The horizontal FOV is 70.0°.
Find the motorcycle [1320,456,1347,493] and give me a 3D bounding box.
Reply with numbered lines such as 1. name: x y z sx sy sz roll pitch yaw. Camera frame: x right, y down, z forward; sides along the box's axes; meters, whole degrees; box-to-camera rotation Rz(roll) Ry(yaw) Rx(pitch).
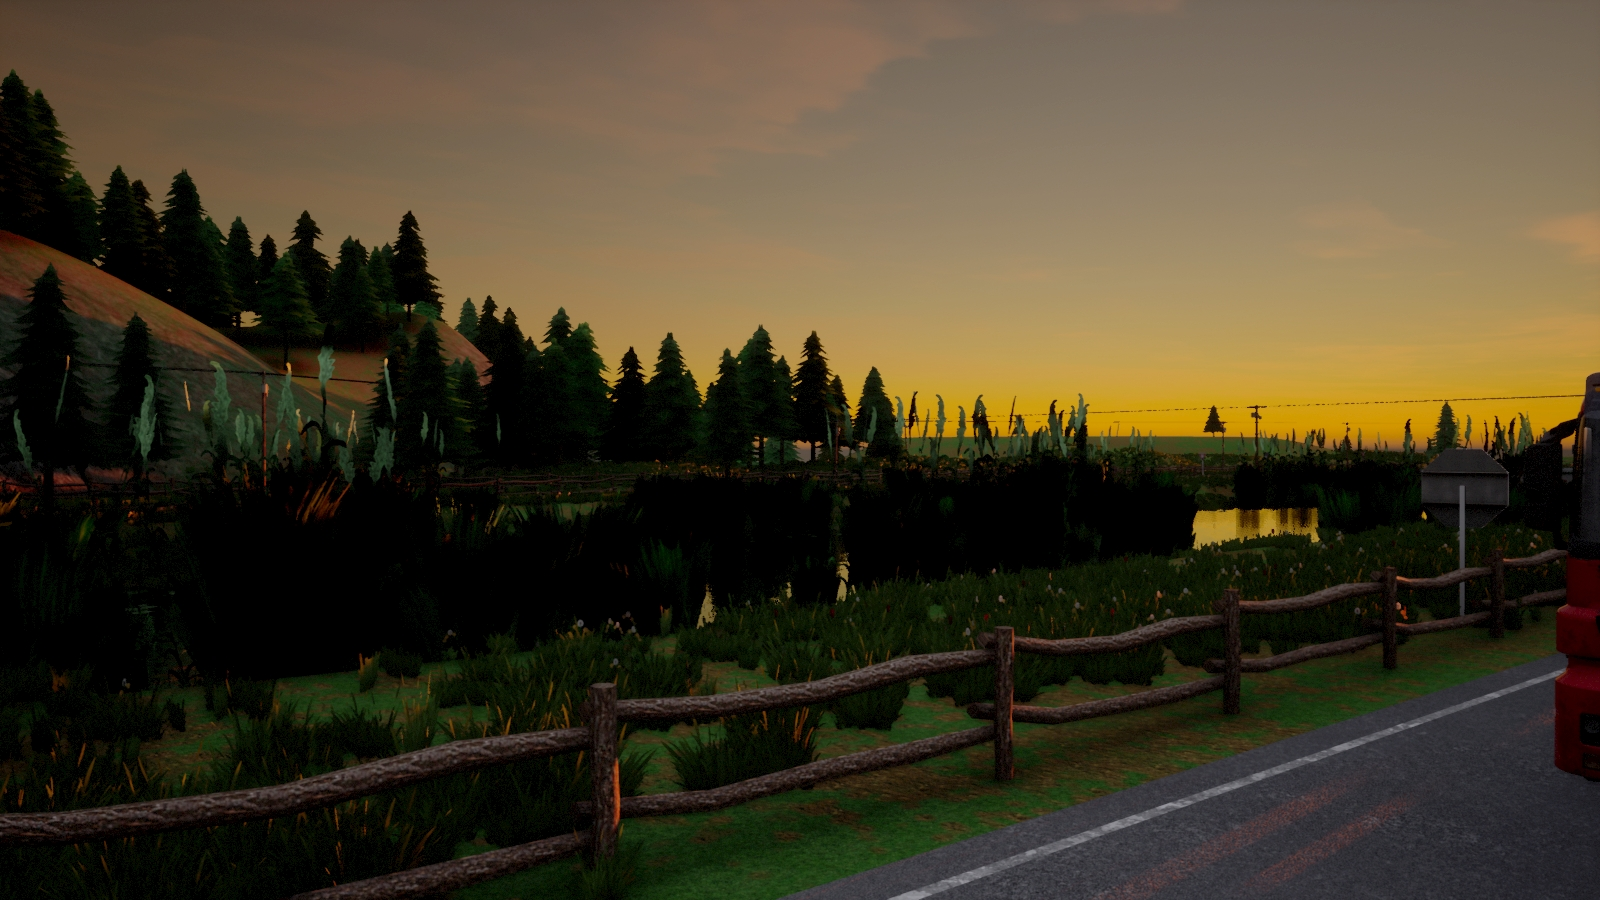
1. motorcycle: 34.778 1.576 74.507 2.033 2.348 0.803 0 0 -39

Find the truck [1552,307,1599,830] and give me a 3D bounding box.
1. truck: 9.425 0.862 10.922 2.891 3.827 8.468 0 0 39
